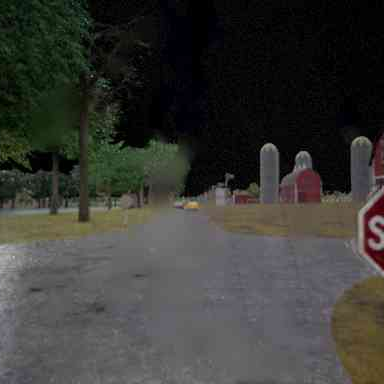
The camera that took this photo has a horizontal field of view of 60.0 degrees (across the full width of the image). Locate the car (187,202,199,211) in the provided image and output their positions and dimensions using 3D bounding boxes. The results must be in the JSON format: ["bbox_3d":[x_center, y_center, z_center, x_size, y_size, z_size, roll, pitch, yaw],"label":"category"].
[{"bbox_3d":[0.131,2.529,59.262,1.882,1.535,5.008,0,-1,0],"label":"car"}]

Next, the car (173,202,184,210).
[{"bbox_3d":[-2.608,2.650,63.855,1.882,1.535,5.008,0,-2,0],"label":"car"}]

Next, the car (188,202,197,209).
[{"bbox_3d":[0.155,2.762,69.711,1.895,1.301,4.718,0,-2,0],"label":"car"}]
